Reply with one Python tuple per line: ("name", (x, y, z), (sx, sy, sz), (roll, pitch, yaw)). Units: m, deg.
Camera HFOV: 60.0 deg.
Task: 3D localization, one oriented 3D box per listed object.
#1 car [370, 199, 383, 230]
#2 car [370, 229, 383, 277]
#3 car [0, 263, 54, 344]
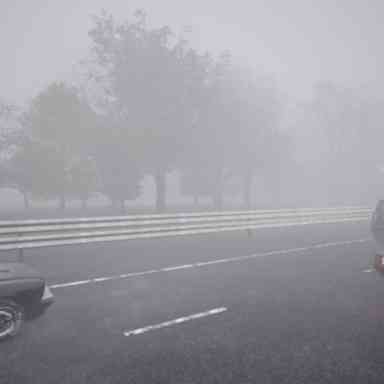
("car", (10.495, 1.283, 15.349), (5.566, 2.045, 2.150), (0, 0, -34))
("car", (6.707, 1.635, 8.468), (4.718, 1.301, 1.895), (0, 0, -35))
("car", (-4.596, 1.609, 4.738), (4.718, 1.301, 1.895), (0, 0, -36))
